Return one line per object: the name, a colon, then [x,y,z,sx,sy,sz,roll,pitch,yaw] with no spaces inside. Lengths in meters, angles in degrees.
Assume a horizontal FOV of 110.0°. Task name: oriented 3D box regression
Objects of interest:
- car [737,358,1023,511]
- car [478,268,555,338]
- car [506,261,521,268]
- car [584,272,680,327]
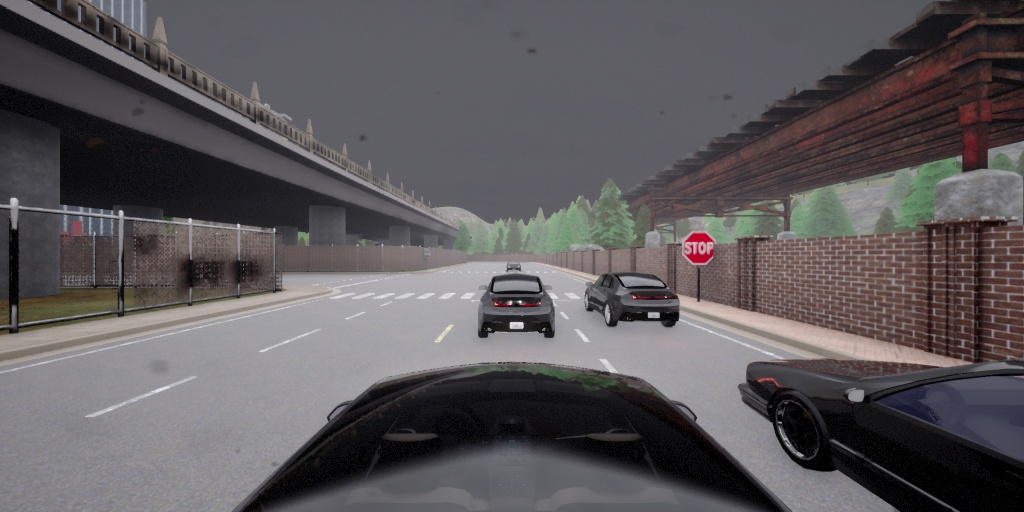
car: [3.600,1.297,1.776,2.033,1.411,5.357,0,0,0]
car: [0.105,1.255,10.166,1.837,1.490,4.892,0,0,0]
car: [0.218,1.351,46.387,1.895,1.301,4.718,0,0,-1]
car: [3.608,1.255,11.522,1.837,1.490,4.892,0,0,0]
